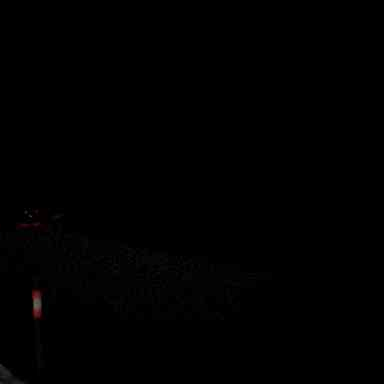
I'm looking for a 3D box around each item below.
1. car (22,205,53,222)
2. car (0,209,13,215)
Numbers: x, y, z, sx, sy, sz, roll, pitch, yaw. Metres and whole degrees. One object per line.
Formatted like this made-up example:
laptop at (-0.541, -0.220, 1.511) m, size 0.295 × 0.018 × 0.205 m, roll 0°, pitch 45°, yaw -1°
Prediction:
car at (-15.731, 2.117, 34.070) m, size 2.128 × 1.511 × 4.902 m, roll -3°, pitch 0°, yaw -8°
car at (-33.215, 3.560, 56.825) m, size 4.718 × 1.301 × 1.895 m, roll -4°, pitch -3°, yaw 16°
